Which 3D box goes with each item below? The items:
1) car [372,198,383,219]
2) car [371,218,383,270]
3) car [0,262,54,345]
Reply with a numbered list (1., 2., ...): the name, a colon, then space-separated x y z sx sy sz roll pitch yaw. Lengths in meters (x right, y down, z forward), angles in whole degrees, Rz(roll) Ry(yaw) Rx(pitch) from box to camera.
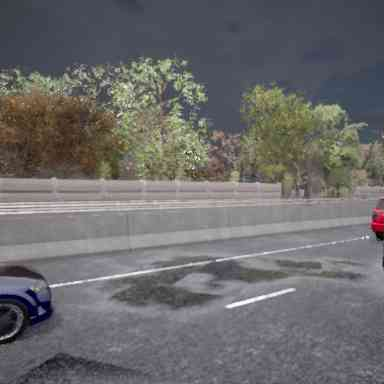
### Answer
1. car: 10.631 1.232 15.630 5.566 2.045 2.150 0 0 -35
2. car: 6.916 1.484 8.675 5.008 1.535 1.882 0 0 -36
3. car: -4.348 1.564 4.945 4.181 1.385 1.994 0 0 -35
